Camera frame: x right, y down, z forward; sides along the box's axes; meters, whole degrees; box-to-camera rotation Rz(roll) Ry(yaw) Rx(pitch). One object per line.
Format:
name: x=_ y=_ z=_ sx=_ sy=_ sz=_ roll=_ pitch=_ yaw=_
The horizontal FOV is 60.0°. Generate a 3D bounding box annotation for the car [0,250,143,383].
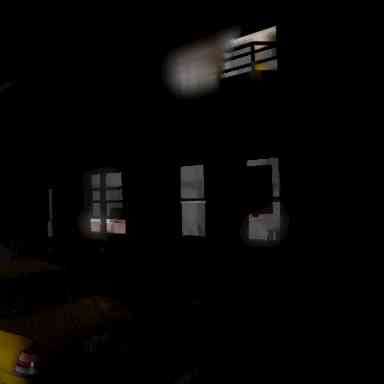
car: x=-2.862 y=1.527 z=4.788 sx=4.829 sy=1.417 sz=1.752 roll=0 pitch=-2 yaw=36
